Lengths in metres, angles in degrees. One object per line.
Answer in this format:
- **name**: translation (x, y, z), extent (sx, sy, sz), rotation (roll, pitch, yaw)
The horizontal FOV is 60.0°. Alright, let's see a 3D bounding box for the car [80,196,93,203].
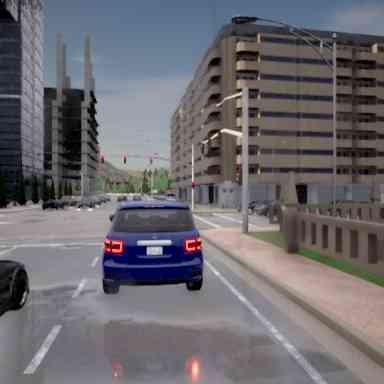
- **car**: translation (-22.082, 1.527, 69.652), extent (1.994, 1.385, 4.181), rotation (0, 0, -10)

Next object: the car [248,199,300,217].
- **car**: translation (8.042, 1.397, 31.059), extent (4.553, 1.767, 2.097), rotation (0, 0, -10)

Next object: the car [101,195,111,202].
- **car**: translation (-19.486, 1.494, 75.234), extent (1.812, 1.442, 4.674), rotation (0, 0, -10)

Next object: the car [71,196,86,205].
- **car**: translation (-20.486, 1.504, 59.979), extent (1.812, 1.442, 4.674), rotation (0, 0, -9)

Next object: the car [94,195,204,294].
- **car**: translation (-1.084, 1.218, 9.026), extent (2.150, 2.045, 5.566), rotation (0, 0, -8)

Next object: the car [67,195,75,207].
- **car**: translation (-18.938, 1.333, 50.743), extent (2.097, 1.767, 4.553), rotation (0, 0, -10)

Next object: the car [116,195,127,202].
- **car**: translation (-16.173, 1.496, 76.623), extent (2.128, 1.511, 4.902), rotation (0, 0, -10)

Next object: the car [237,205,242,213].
- **car**: translation (7.074, 1.548, 34.442), extent (4.892, 1.490, 1.837), rotation (0, 0, -10)

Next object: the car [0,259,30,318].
- **car**: translation (-4.089, 1.562, 5.045), extent (1.994, 1.385, 4.181), rotation (0, 0, -7)

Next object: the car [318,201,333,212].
- **car**: translation (16.149, 1.548, 36.047), extent (4.892, 1.490, 1.837), rotation (0, 0, -10)

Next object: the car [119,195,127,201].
- **car**: translation (-17.889, 1.516, 86.654), extent (1.994, 1.385, 4.181), rotation (0, 0, -10)

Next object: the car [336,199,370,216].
- **car**: translation (16.537, 1.608, 32.557), extent (4.181, 1.385, 1.994), rotation (0, 0, -10)

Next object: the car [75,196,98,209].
- **car**: translation (-14.628, 1.488, 46.310), extent (1.837, 1.490, 4.892), rotation (0, 0, -10)

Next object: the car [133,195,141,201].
- **car**: translation (-14.439, 1.504, 87.245), extent (2.033, 1.411, 5.357), rotation (0, 0, -10)

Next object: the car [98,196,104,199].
- **car**: translation (-16.140, 1.505, 55.208), extent (1.812, 1.442, 4.674), rotation (0, 0, -10)

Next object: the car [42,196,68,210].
- **car**: translation (-17.443, 1.585, 41.973), extent (1.895, 1.301, 4.718), rotation (0, 0, -10)

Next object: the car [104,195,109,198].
- **car**: translation (-17.780, 1.540, 65.116), extent (1.994, 1.385, 4.181), rotation (0, 0, -10)

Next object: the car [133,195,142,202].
- **car**: translation (-12.743, 1.520, 77.328), extent (1.994, 1.385, 4.181), rotation (0, 0, -10)
